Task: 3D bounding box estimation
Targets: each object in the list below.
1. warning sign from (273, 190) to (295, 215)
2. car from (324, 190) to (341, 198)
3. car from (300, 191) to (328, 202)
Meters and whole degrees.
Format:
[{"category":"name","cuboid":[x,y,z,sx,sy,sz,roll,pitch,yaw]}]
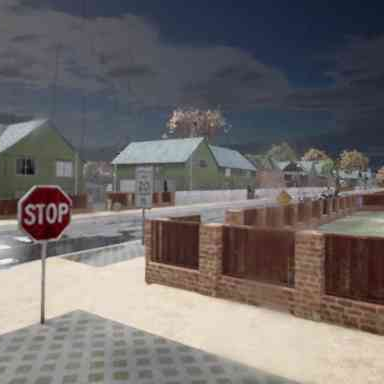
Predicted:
[{"category":"warning sign","cuboid":[7.065,0.753,25.465,1.300,1.860,1.060,1,1,35]},{"category":"car","cuboid":[20.246,0.438,48.496,2.097,1.767,4.553,2,2,35]},{"category":"car","cuboid":[14.675,0.864,40.523,1.895,1.301,4.718,2,2,36]}]
